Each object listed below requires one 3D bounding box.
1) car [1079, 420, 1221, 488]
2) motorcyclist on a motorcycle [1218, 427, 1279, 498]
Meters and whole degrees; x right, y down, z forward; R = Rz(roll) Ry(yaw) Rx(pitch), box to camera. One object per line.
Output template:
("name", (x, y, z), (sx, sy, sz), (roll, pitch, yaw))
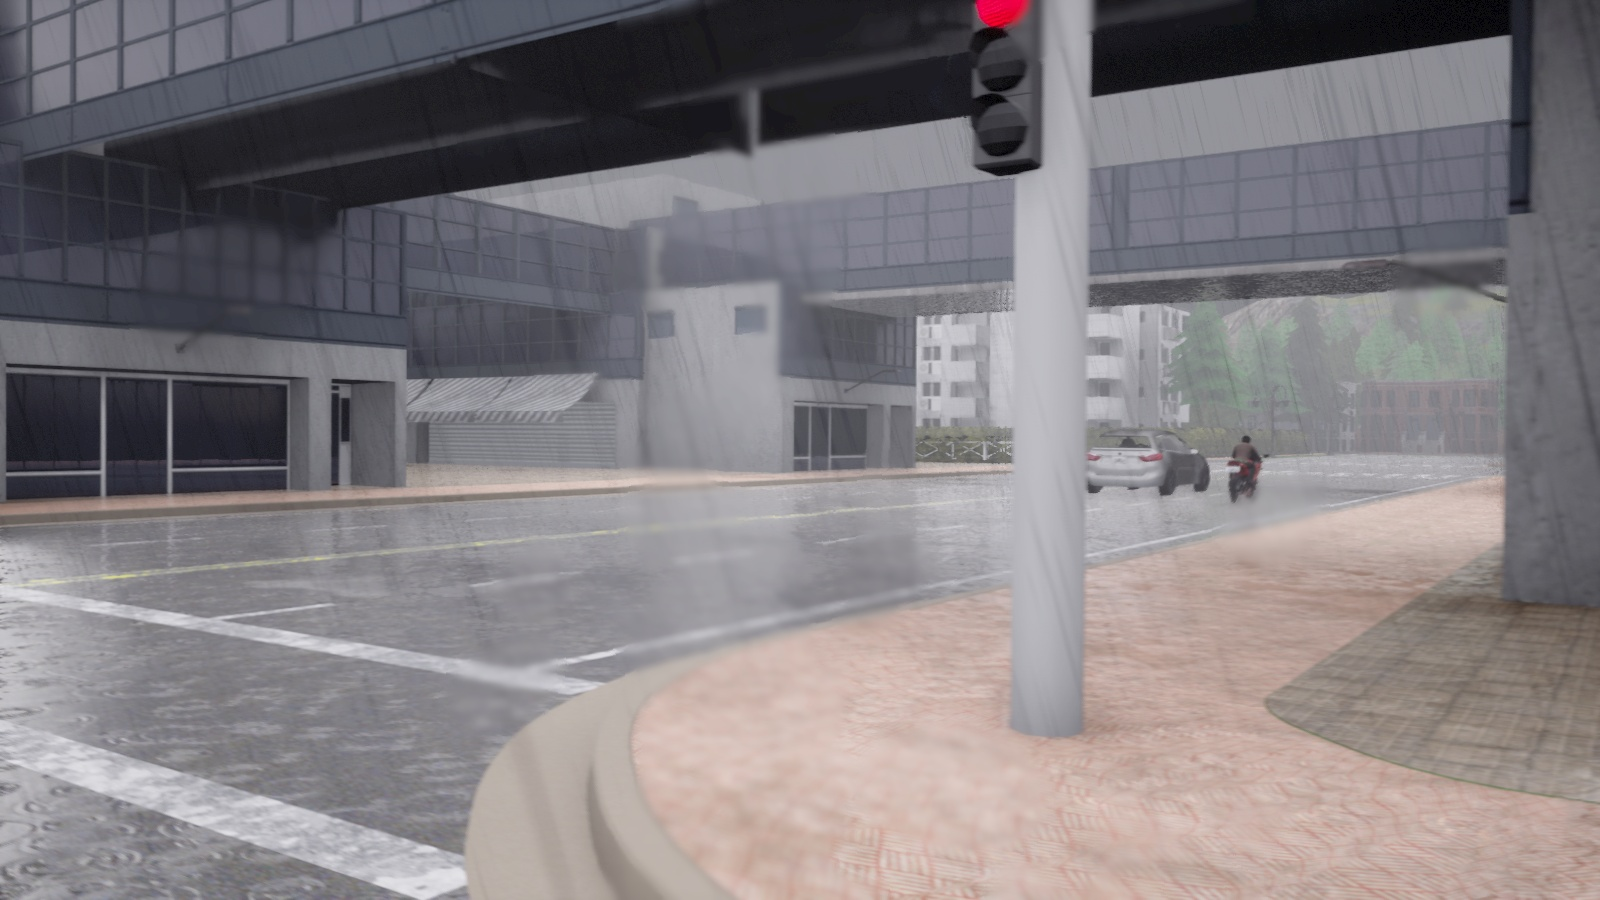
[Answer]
("car", (9.330, 0.055, 33.225), (2.242, 1.667, 4.611), (0, 1, 34))
("motorcyclist on a motorcycle", (10.014, 0.252, 28.000), (0.797, 1.523, 2.044), (0, 1, 34))
